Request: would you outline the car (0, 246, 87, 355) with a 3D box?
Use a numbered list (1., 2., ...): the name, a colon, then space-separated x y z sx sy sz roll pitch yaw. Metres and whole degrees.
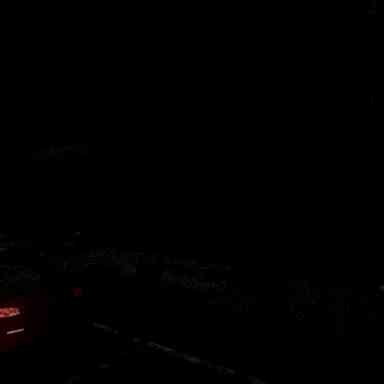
1. car: -3.502 1.581 5.556 4.206 1.307 1.802 0 0 35
